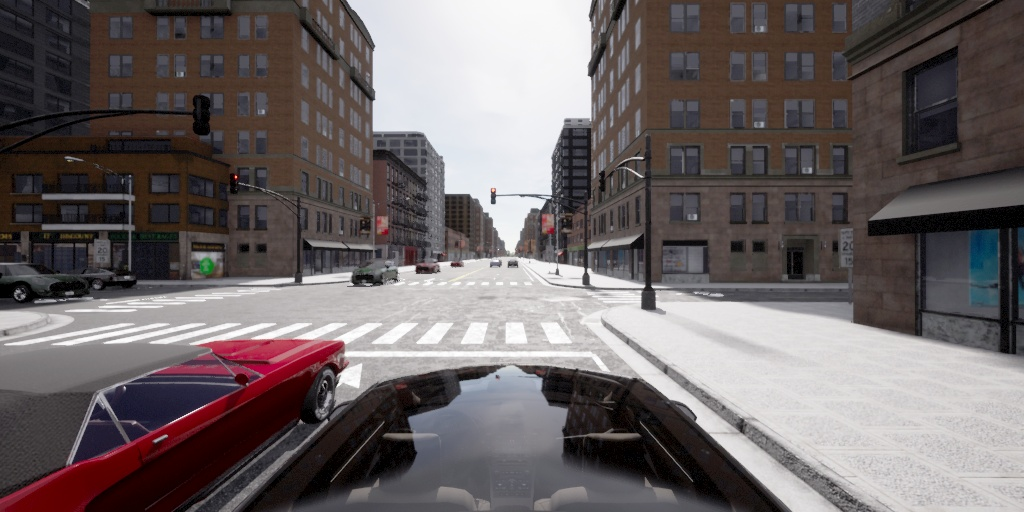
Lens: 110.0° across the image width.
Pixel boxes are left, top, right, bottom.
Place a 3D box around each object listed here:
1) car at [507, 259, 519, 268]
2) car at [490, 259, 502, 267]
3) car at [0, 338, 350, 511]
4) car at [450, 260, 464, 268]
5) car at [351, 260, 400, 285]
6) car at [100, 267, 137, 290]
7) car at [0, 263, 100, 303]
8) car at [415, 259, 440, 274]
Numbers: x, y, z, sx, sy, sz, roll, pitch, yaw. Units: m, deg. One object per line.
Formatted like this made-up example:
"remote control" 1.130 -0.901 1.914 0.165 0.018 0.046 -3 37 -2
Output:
"car" 0.157 1.248 62.178 1.837 1.490 4.892 0 0 0
"car" -2.988 1.290 64.133 2.033 1.411 5.357 0 0 0
"car" -3.157 1.351 2.816 1.895 1.301 4.718 0 0 0
"car" -9.640 1.343 62.955 1.895 1.301 4.718 0 0 1
"car" -9.791 1.106 25.962 2.097 1.767 4.553 0 0 0
"car" -25.325 1.330 21.680 4.313 1.339 1.948 0 0 0
"car" -22.165 1.096 16.172 4.553 1.767 2.097 0 0 0
"car" -9.746 1.100 41.633 2.097 1.767 4.553 0 0 0
